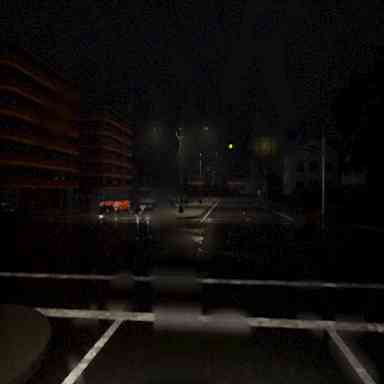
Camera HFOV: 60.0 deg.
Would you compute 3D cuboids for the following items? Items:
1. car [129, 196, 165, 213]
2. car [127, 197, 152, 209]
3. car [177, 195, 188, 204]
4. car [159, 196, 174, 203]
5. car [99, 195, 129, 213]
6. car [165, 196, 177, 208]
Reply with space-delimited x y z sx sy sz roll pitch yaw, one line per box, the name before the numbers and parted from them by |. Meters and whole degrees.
car | -4.569 1.382 34.915 2.128 1.511 4.902 0 0 6
car | -7.030 1.406 45.036 2.033 1.411 5.357 0 0 5
car | -1.800 1.307 60.905 2.128 1.511 4.902 0 0 7
car | -4.909 1.403 64.543 1.895 1.301 4.718 0 0 6
car | -8.083 1.240 34.988 2.097 1.767 4.553 0 0 6
car | -3.584 1.464 44.339 1.895 1.301 4.718 0 0 6
